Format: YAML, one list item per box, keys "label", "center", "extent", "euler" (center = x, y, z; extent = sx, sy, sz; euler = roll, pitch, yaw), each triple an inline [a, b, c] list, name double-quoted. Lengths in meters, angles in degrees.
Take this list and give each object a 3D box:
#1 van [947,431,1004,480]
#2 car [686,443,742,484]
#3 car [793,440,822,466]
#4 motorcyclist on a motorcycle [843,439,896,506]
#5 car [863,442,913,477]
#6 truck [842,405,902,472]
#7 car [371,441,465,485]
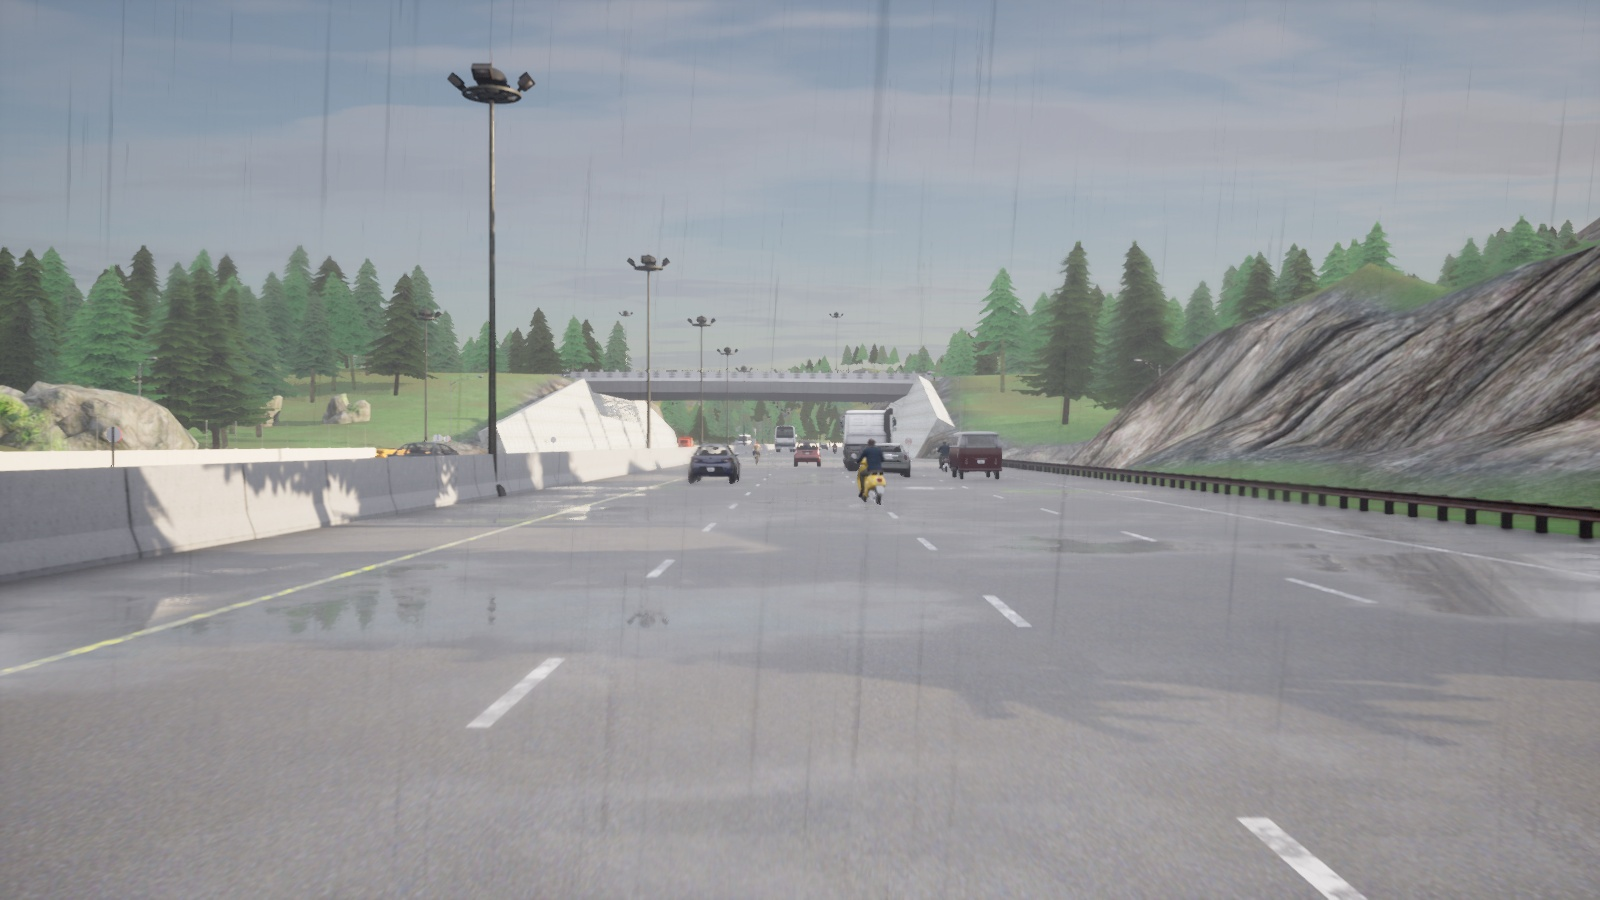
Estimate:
- label: "van"
  center: [7.315, 0.208, 52.665]
  extent: [1.775, 1.987, 4.442]
  euler: [0, 0, 0]
- label: "car"
  center: [-3.213, 0.488, 47.787]
  extent: [1.816, 1.474, 4.193]
  euler: [0, 0, 0]
- label: "car"
  center: [0.474, 0.189, 80.822]
  extent: [1.851, 1.617, 3.988]
  euler: [0, 0, 0]
- label: "motorcyclist on a motorcycle"
  center: [1.689, 0.528, 30.789]
  extent: [0.866, 1.590, 1.817]
  euler: [0, 0, -12]
- label: "car"
  center: [3.825, 0.404, 55.134]
  extent: [1.970, 1.475, 3.806]
  euler: [0, 0, 0]
- label: "truck"
  center: [3.913, -0.625, 69.751]
  extent: [2.891, 3.462, 7.936]
  euler: [0, 0, 0]
- label: "car"
  center: [-13.727, 0.426, 45.433]
  extent: [2.007, 1.525, 4.514]
  euler: [0, 0, 0]
